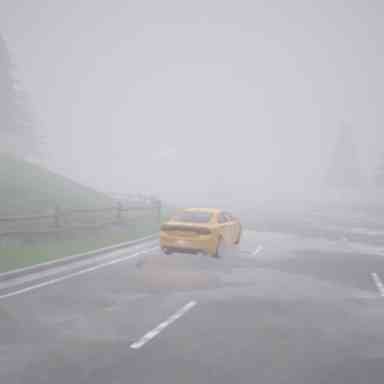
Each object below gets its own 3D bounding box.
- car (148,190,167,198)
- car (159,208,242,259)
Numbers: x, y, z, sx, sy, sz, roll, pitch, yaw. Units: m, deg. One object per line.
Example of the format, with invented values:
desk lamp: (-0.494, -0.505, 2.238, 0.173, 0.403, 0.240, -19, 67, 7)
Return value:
car: (-7.514, 0.434, 72.601, 4.892, 1.490, 1.837, 2, 1, 44)
car: (0.547, 1.325, 12.240, 1.882, 1.535, 5.008, 2, 1, 20)
